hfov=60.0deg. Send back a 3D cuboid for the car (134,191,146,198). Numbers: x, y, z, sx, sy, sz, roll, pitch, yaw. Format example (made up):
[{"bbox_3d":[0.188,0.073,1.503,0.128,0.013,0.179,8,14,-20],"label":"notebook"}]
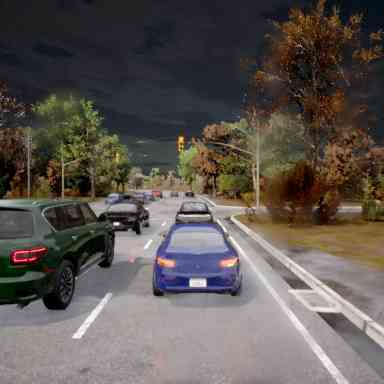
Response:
[{"bbox_3d":[-10.804,0.529,69.511,1.812,1.442,4.674,0,1,-1],"label":"car"}]

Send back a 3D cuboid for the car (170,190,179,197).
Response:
[{"bbox_3d":[-4.008,0.429,75.836,2.128,1.511,4.902,0,1,-2],"label":"car"}]

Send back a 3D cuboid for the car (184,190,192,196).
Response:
[{"bbox_3d":[-0.993,0.192,86.076,1.812,1.442,4.674,0,1,-3],"label":"car"}]

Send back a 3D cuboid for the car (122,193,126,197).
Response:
[{"bbox_3d":[-10.587,0.882,45.623,1.812,1.442,4.674,0,1,0],"label":"car"}]

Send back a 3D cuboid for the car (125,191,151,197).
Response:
[{"bbox_3d":[-7.054,0.922,44.337,2.033,1.411,5.357,0,1,-1],"label":"car"}]

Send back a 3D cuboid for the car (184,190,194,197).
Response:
[{"bbox_3d":[-0.509,0.388,75.932,1.882,1.535,5.008,0,1,-2],"label":"car"}]

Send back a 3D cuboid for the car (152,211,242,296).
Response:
[{"bbox_3d":[0.106,1.431,8.273,1.812,1.442,4.674,0,1,0],"label":"car"}]

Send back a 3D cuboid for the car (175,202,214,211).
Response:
[{"bbox_3d":[0.111,1.261,17.526,2.128,1.511,4.902,0,1,0],"label":"car"}]

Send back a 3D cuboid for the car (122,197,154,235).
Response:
[{"bbox_3d":[-3.390,1.249,17.417,1.882,1.535,5.008,0,1,0],"label":"car"}]

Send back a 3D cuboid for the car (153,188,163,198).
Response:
[{"bbox_3d":[-7.290,0.235,69.041,2.150,2.045,5.566,0,1,-1],"label":"car"}]

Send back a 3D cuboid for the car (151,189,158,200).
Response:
[{"bbox_3d":[-7.136,0.760,53.898,1.812,1.442,4.674,0,1,0],"label":"car"}]

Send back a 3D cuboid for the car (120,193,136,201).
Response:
[{"bbox_3d":[-10.647,0.811,55.567,1.895,1.301,4.718,0,1,0],"label":"car"}]

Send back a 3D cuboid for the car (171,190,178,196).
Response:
[{"bbox_3d":[-4.488,0.196,85.879,1.812,1.442,4.674,0,1,-3],"label":"car"}]

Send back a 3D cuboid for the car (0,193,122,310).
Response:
[{"bbox_3d":[-3.392,1.135,7.757,2.150,2.045,5.566,0,1,0],"label":"car"}]
